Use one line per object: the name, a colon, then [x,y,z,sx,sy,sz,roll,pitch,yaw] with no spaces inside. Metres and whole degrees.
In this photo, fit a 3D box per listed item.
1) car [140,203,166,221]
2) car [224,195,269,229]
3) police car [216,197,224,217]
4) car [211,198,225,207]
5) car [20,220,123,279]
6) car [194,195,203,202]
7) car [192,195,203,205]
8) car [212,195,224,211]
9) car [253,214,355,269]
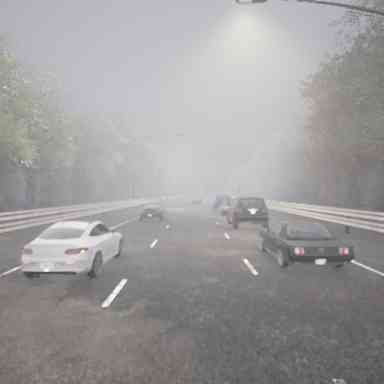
car: [-3.212,1.614,27.822,1.812,1.442,4.674,0,0,1]
car: [3.626,1.295,22.283,2.150,2.045,5.566,0,0,1]
police car: [3.774,1.612,33.203,2.038,1.542,4.974,0,0,1]
car: [4.237,1.717,55.108,2.033,1.411,5.357,0,0,2]
car: [-3.364,1.558,10.047,1.812,1.442,4.674,0,0,0]
car: [1.604,1.518,82.108,2.097,1.767,4.553,0,0,2]
car: [0.979,1.800,64.419,1.895,1.301,4.718,0,0,2]
car: [3.978,1.360,44.187,2.150,2.045,5.566,0,0,1]
car: [3.535,1.639,11.323,1.895,1.301,4.718,0,0,0]
